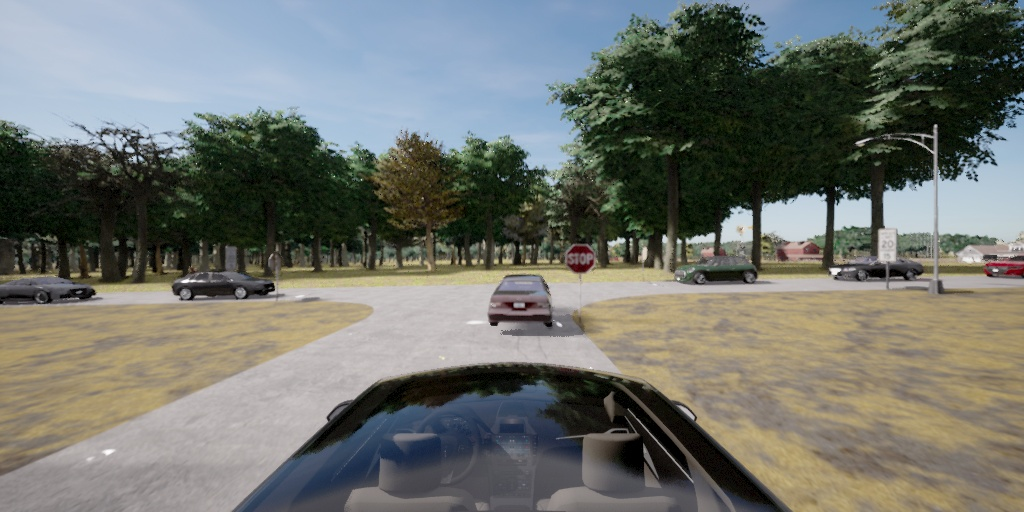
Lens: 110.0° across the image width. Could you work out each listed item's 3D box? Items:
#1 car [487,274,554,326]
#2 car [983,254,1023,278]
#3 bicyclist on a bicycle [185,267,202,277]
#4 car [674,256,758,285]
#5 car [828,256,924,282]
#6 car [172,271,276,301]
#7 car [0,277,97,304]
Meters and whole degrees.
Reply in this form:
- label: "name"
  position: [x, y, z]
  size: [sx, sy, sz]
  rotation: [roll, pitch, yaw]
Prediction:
- label: "car"
  position: [0.391, 1.293, 11.620]
  size: [2.033, 1.411, 5.357]
  rotation: [0, 0, 5]
- label: "car"
  position: [32.691, 0.588, 22.383]
  size: [5.008, 1.535, 1.882]
  rotation: [-1, 1, 0]
- label: "bicyclist on a bicycle"
  position: [-22.619, 1.599, 25.516]
  size: [0.582, 1.620, 1.656]
  rotation: [-1, 0, 0]
- label: "car"
  position: [12.590, 0.807, 22.365]
  size: [4.553, 1.767, 2.097]
  rotation: [-1, 1, -1]
- label: "car"
  position: [22.609, 0.767, 22.407]
  size: [4.902, 1.511, 2.128]
  rotation: [-1, 1, 0]
- label: "car"
  position: [-15.587, 1.553, 19.530]
  size: [4.892, 1.490, 1.837]
  rotation: [-1, 1, 0]
- label: "car"
  position: [-25.576, 1.840, 19.550]
  size: [4.181, 1.385, 1.994]
  rotation: [-1, 1, 0]
